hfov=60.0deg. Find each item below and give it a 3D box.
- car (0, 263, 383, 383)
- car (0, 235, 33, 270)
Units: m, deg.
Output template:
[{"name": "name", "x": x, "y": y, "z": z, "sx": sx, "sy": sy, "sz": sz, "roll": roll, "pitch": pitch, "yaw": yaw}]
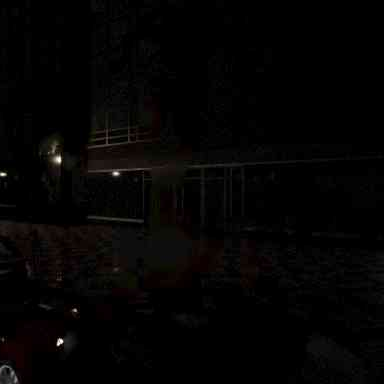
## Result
[{"name": "car", "x": -0.176, "y": 1.582, "z": 3.081, "sx": 4.206, "sy": 1.307, "sz": 1.802, "roll": 0, "pitch": 0, "yaw": 35}, {"name": "car", "x": -4.770, "y": 1.440, "z": 6.346, "sx": 4.097, "sy": 1.590, "sz": 1.967, "roll": 0, "pitch": 0, "yaw": 35}]
